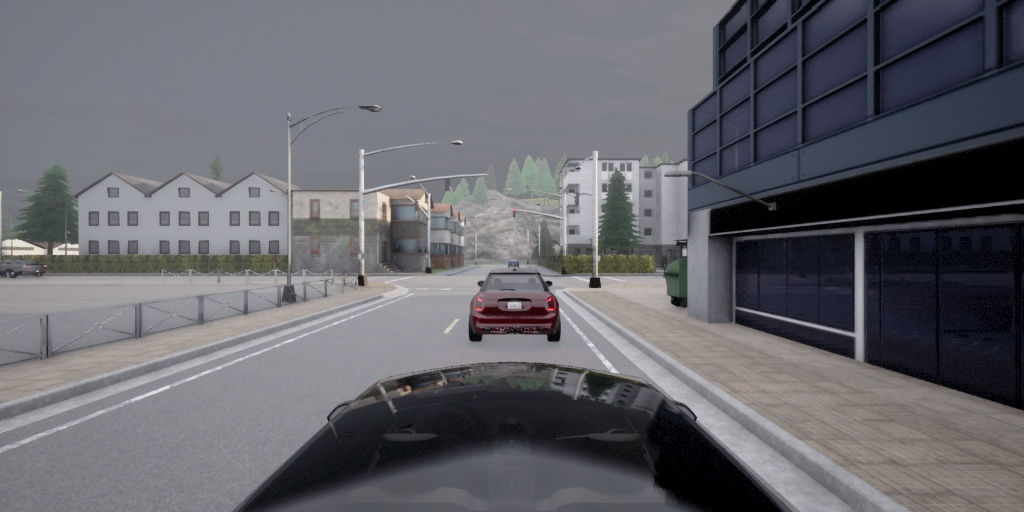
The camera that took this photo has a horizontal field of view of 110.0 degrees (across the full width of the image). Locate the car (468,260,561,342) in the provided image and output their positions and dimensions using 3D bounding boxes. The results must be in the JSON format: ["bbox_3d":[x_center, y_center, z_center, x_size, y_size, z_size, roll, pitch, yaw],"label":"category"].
[{"bbox_3d":[0.081,1.102,9.970,2.097,1.767,4.553,0,0,1],"label":"car"}]

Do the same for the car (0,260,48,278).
[{"bbox_3d":[-42.115,1.065,30.041,4.902,1.511,2.128,0,0,0],"label":"car"}]

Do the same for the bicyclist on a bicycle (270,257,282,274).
[{"bbox_3d":[-22.227,0.874,33.802,0.582,1.620,1.656,0,0,0],"label":"bicyclist on a bicycle"}]
